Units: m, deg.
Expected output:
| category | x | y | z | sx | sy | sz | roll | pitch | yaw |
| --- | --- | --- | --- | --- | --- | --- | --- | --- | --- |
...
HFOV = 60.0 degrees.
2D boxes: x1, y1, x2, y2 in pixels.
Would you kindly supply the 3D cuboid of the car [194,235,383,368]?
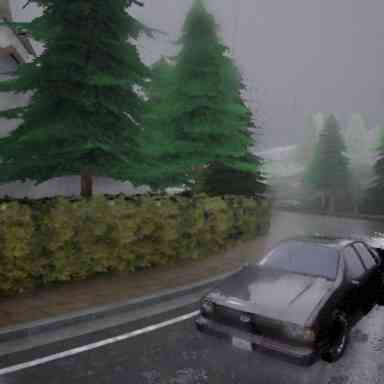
| category | x | y | z | sx | sy | sz | roll | pitch | yaw |
| --- | --- | --- | --- | --- | --- | --- | --- | --- | --- |
| car | 2.384 | 1.584 | 6.315 | 2.033 | 1.411 | 5.357 | 0 | 0 | 41 |
